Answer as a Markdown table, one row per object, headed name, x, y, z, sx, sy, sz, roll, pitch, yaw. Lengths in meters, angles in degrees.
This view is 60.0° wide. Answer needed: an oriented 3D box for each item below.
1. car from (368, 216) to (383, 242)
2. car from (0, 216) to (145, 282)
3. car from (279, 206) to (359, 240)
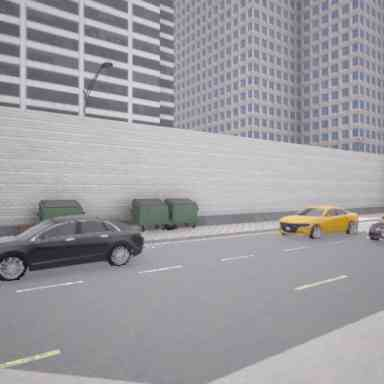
| name | x | y | z | sx | sy | sz | roll | pitch | yaw |
| --- | --- | --- | --- | --- | --- | --- | --- | --- | --- |
| car | 9.995 | 1.525 | 15.227 | 4.674 | 1.442 | 1.812 | 0 | 0 | -35 |
| car | -3.802 | 1.505 | 9.867 | 4.892 | 1.490 | 1.837 | 0 | 0 | -35 |
| car | 6.581 | 1.477 | 17.131 | 5.008 | 1.535 | 1.882 | 0 | 0 | -35 |
